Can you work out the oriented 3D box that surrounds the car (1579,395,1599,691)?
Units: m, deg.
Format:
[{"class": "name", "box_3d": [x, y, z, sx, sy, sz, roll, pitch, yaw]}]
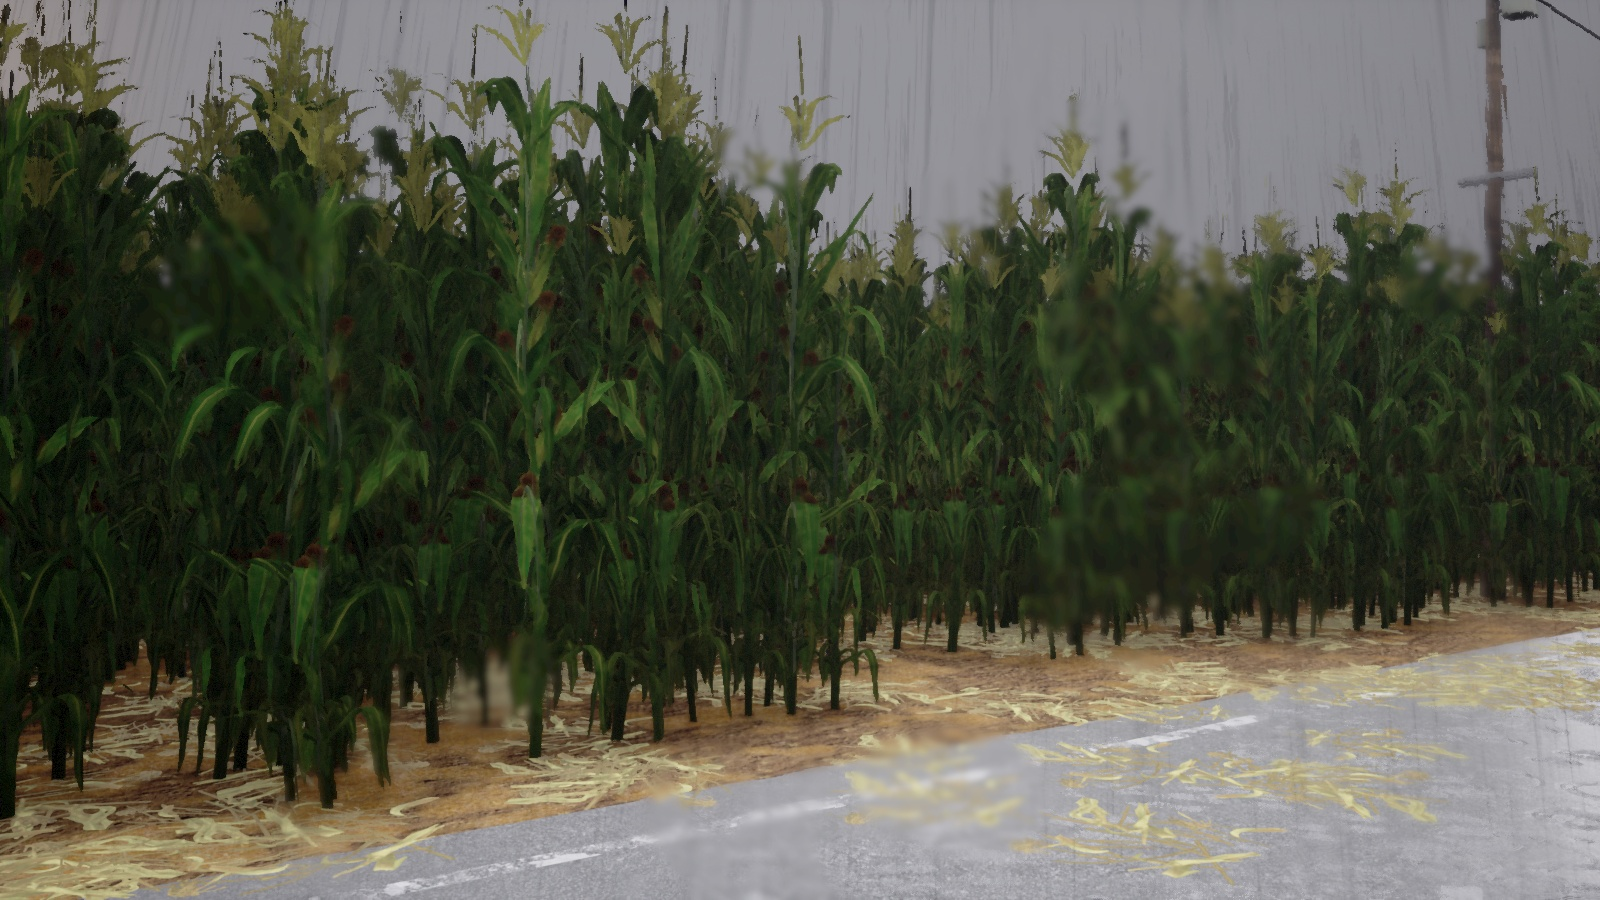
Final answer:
[{"class": "car", "box_3d": [7.282, 0.564, 7.012, 4.605, 1.855, 1.932, 0, -1, 2]}]
